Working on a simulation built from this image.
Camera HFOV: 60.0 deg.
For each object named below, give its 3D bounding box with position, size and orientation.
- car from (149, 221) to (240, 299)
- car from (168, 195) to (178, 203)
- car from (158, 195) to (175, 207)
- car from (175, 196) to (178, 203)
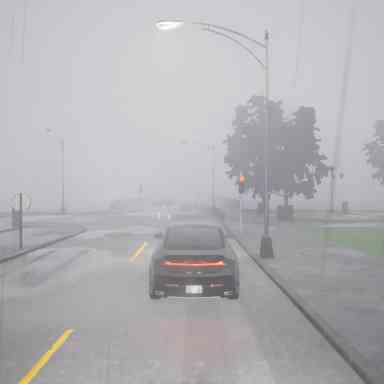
[{"bbox_3d":[0.056,1.505,8.411,1.837,1.490,4.892,0,0,0],"label":"car"},{"bbox_3d":[-4.035,1.500,70.451,1.837,1.490,4.892,0,0,0],"label":"car"},{"bbox_3d":[-4.120,1.505,50.844,1.837,1.490,4.892,0,0,0],"label":"car"},{"bbox_3d":[-4.100,1.601,60.237,1.895,1.301,4.718,0,0,0],"label":"car"}]
